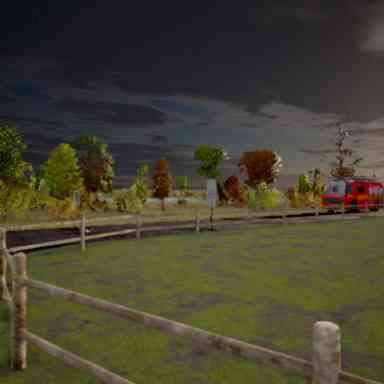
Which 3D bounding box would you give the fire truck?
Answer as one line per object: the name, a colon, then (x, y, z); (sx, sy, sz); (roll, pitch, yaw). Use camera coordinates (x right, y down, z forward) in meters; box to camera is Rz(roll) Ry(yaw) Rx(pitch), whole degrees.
fire truck: (18.250, 0.365, 37.634); (8.468, 3.827, 2.891); (0, 0, -36)
